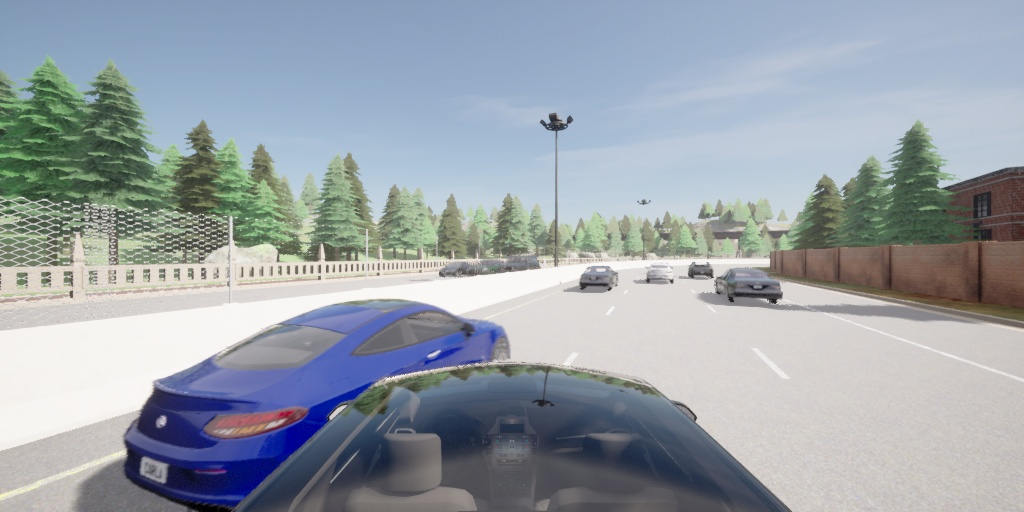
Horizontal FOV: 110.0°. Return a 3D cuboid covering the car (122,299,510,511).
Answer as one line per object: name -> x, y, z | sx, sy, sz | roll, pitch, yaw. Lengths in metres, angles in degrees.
car -> -1.580, 1.276, 4.575 | 1.812, 1.442, 4.674 | 0, 0, 22

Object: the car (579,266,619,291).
car -> 5.461, 1.297, 22.214 | 2.033, 1.411, 5.357 | 0, 0, 22

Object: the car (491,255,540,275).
car -> 0.634, 0.971, 29.518 | 2.150, 2.045, 5.566 | 0, 0, 22

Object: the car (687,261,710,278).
car -> 17.560, 1.240, 33.456 | 2.128, 1.511, 4.902 | 0, 0, 23

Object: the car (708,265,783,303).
car -> 10.802, 1.297, 16.710 | 2.033, 1.411, 5.357 | 0, 0, 22

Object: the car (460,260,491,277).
car -> -2.273, 1.102, 31.623 | 2.097, 1.767, 4.553 | 0, 0, 22

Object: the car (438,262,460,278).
car -> -5.119, 1.275, 33.964 | 1.812, 1.442, 4.674 | 0, 0, 22

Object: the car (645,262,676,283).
car -> 11.482, 1.276, 27.873 | 1.812, 1.442, 4.674 | 0, 0, 22

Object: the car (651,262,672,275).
car -> 16.976, 1.351, 40.575 | 1.895, 1.301, 4.718 | 0, 0, 26
